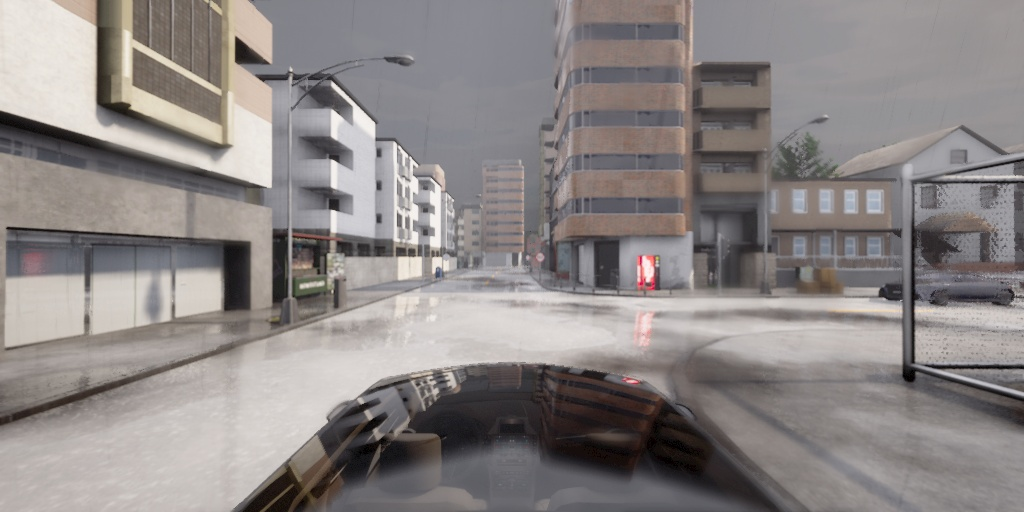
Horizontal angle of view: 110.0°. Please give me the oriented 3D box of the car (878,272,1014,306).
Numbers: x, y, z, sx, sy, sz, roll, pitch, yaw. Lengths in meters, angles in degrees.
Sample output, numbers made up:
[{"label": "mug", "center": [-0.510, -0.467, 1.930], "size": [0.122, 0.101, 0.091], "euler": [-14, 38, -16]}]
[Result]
[{"label": "car", "center": [18.725, 1.383, 15.601], "size": [4.181, 1.385, 1.994], "euler": [0, 0, 0]}]
